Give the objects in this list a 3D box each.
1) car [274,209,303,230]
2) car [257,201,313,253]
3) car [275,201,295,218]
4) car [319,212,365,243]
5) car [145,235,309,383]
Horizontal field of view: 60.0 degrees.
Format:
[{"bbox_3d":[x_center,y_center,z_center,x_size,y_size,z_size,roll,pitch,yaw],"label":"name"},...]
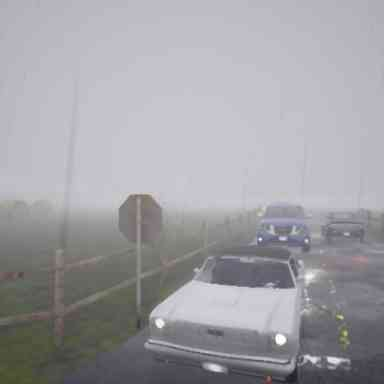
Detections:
[{"bbox_3d":[7.821,2.140,27.029,2.033,1.411,5.357,-1,-1,16],"label":"car"},{"bbox_3d":[4.478,1.575,15.967,2.150,2.045,5.566,-1,-1,18],"label":"car"},{"bbox_3d":[11.835,2.150,42.501,2.150,2.045,5.566,-1,-2,13],"label":"car"},{"bbox_3d":[8.342,1.893,18.698,2.128,1.511,4.902,-1,-1,17],"label":"car"},{"bbox_3d":[0.997,1.737,5.874,1.895,1.301,4.718,-1,-1,20],"label":"car"}]
